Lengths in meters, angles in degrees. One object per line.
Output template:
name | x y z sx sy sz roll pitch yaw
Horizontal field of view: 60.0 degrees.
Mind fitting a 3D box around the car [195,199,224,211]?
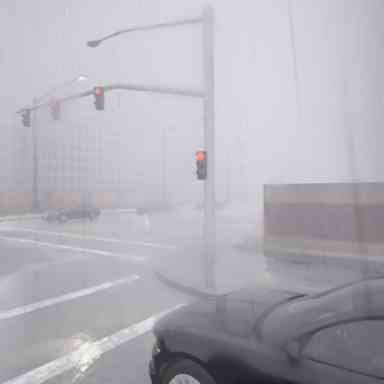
car | 2.365 1.628 43.789 1.882 1.535 5.008 0 0 36

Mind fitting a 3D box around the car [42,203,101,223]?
car | -9.749 1.643 27.208 2.128 1.511 4.902 0 0 34

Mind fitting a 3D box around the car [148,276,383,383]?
car | 1.827 1.477 2.713 5.008 1.535 1.882 0 0 37

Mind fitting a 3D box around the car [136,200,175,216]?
car | -3.813 1.656 35.340 1.837 1.490 4.892 0 0 36
